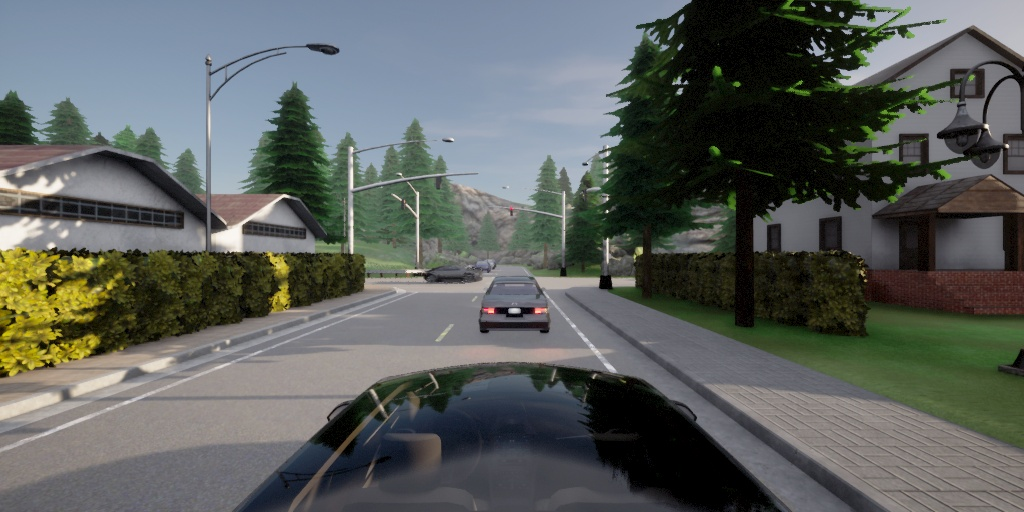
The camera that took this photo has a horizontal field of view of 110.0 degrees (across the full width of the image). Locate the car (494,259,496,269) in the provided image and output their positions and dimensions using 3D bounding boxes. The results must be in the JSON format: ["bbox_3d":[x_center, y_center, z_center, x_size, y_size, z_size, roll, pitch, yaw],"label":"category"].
[{"bbox_3d":[-3.568,1.276,53.627,1.812,1.442,4.674,0,0,0],"label":"car"}]

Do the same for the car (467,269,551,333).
[{"bbox_3d":[0.075,1.297,10.692,2.033,1.411,5.357,0,0,0],"label":"car"}]

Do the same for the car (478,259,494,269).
[{"bbox_3d":[-3.573,1.276,43.609,1.812,1.442,4.674,0,0,0],"label":"car"}]

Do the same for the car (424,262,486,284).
[{"bbox_3d":[-4.284,1.311,26.210,4.181,1.385,1.994,0,0,0],"label":"car"}]
